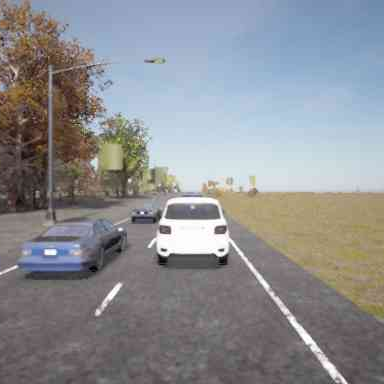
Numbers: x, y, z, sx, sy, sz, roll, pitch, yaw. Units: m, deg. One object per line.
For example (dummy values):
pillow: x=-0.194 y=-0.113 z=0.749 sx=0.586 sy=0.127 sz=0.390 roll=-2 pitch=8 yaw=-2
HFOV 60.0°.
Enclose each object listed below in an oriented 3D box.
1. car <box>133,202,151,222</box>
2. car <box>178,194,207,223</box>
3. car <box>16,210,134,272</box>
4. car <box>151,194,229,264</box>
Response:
car: x=-3.440 y=1.502 z=25.701 sx=2.033 sy=1.411 sz=5.357 roll=0 pitch=0 yaw=1
car: x=0.071 y=1.176 z=26.782 sx=2.150 sy=2.045 sz=5.566 roll=0 pitch=0 yaw=1
car: x=-3.459 y=1.529 z=10.698 sx=2.033 sy=1.411 sz=5.357 roll=0 pitch=0 yaw=1
car: x=0.051 y=1.202 z=11.809 sx=2.150 sy=2.045 sz=5.566 roll=0 pitch=0 yaw=1
